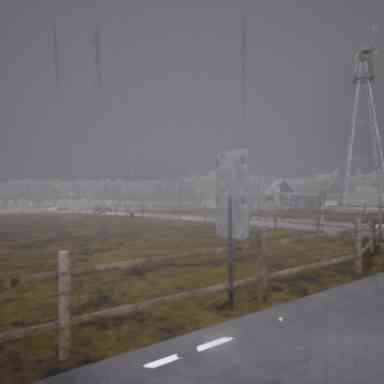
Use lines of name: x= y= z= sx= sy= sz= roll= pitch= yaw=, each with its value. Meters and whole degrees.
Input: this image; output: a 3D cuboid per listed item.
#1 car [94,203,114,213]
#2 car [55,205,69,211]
car: x=-14.174 y=2.590 z=53.115 sx=1.837 sy=1.490 sz=4.892 roll=0 pitch=-2 yaw=-35
car: x=-32.082 y=4.075 z=83.053 sx=1.812 sy=1.442 sz=4.674 roll=0 pitch=-3 yaw=-35
